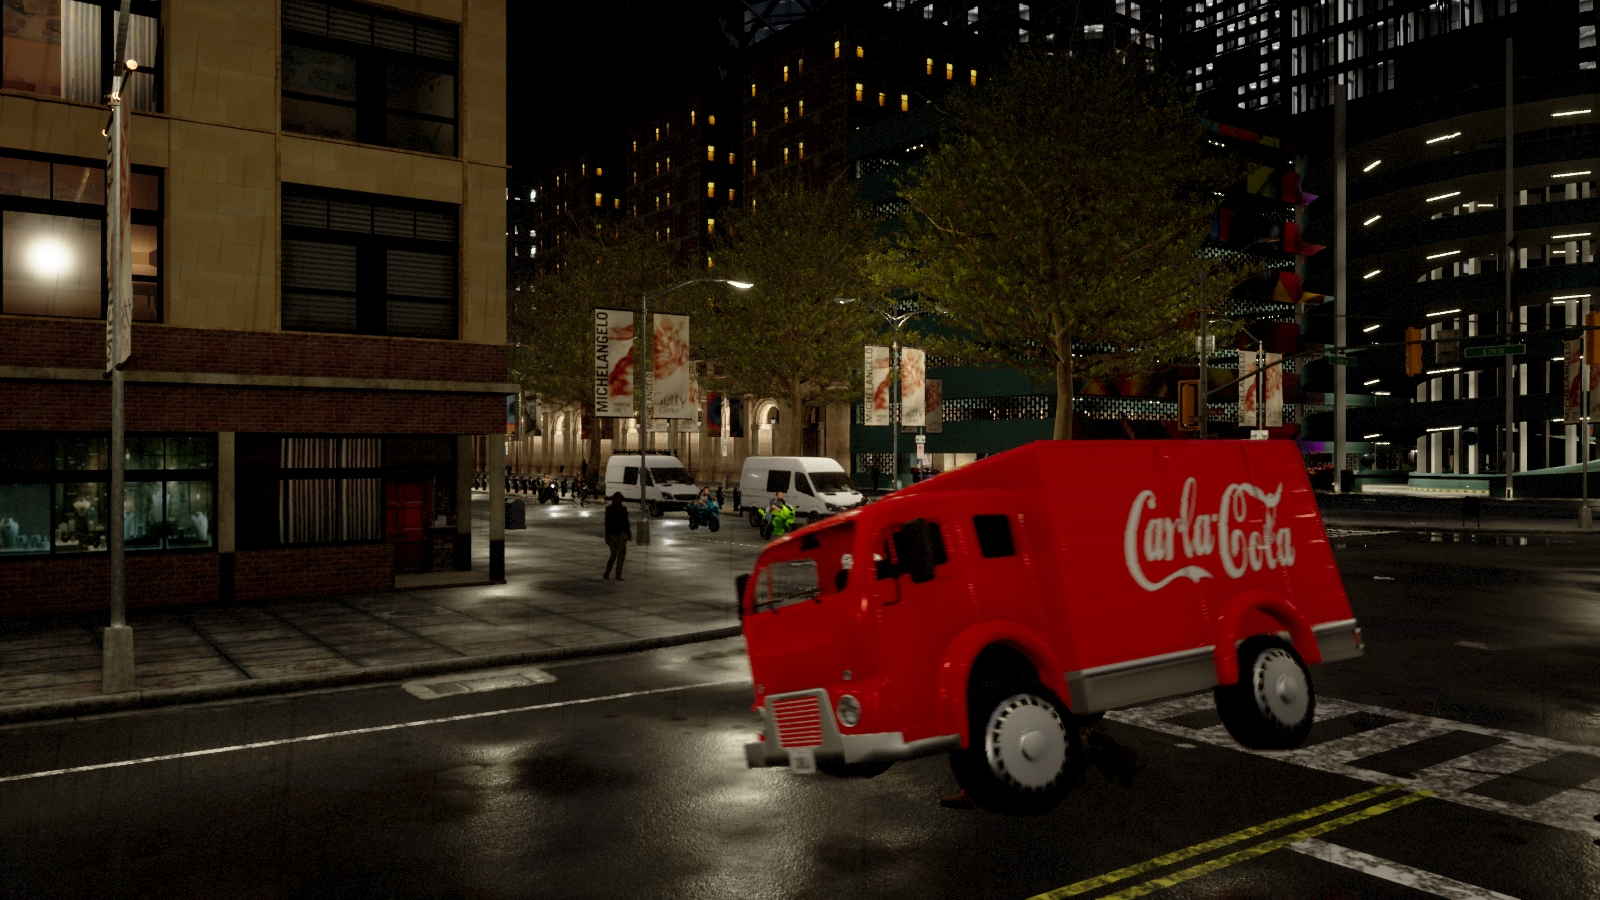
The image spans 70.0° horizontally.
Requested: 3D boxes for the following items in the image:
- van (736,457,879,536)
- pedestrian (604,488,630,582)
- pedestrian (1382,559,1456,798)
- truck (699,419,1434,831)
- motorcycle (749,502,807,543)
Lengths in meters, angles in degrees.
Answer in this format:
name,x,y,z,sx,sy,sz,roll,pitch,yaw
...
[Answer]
name,x,y,z,sx,sy,sz,roll,pitch,yaw
van,0.156,1.534,40.277,1.988,2.561,5.915,0,0,-35
pedestrian,-3.681,1.699,22.964,0.375,1.860,0.375,0,0,-36
pedestrian,5.062,1.848,9.351,0.375,1.860,0.375,0,0,-17
truck,2.237,1.299,9.394,5.204,2.467,2.627,-1,-14,-34
motorcycle,-0.691,2.213,35.405,0.803,1.145,2.033,0,0,-35
